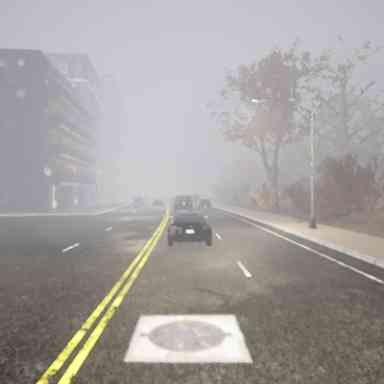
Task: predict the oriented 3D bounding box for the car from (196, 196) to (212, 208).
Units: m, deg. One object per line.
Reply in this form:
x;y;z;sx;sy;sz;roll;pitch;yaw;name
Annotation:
1.638;1.678;47.106;1.837;1.490;4.892;0;0;-4;car

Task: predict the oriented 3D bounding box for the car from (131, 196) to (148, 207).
-8.981;1.569;56.170;2.097;1.767;4.553;0;0;-4;car

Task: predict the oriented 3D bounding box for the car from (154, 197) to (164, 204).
-7.253;1.803;72.855;1.994;1.385;4.181;0;0;-6;car

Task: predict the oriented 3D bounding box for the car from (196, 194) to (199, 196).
0.308;1.451;62.983;2.150;2.045;5.566;0;0;-5;car

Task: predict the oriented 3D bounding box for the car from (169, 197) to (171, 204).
-4.058;1.741;73.548;1.882;1.535;5.008;0;0;-6;car

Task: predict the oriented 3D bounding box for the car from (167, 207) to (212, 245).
-0.136;1.627;15.906;1.994;1.385;4.181;0;0;-1;car

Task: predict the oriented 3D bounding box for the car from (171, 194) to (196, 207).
-1.059;1.368;38.359;2.150;2.045;5.566;0;0;-3;car

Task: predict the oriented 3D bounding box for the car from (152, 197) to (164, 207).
-5.757;1.778;56.628;1.994;1.385;4.181;0;0;-4;car

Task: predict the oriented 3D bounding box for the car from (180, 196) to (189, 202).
-1.930;1.843;83.428;1.994;1.385;4.181;0;0;-7;car
